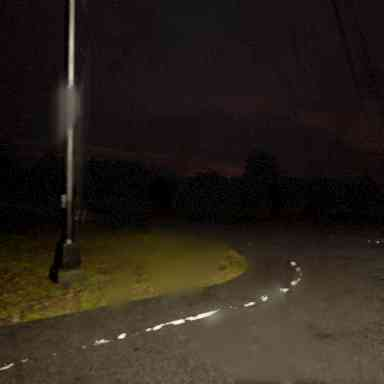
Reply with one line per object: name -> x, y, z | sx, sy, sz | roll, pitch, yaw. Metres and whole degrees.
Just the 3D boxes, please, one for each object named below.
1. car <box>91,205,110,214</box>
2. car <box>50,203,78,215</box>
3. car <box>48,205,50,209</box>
car -> -15.071, 2.831, 54.635 | 2.128, 1.511, 4.902 | 4, -3, -36
car -> -17.549, 2.431, 46.220 | 2.033, 1.411, 5.357 | 4, -3, -36
car -> -32.773, 3.388, 79.194 | 1.812, 1.442, 4.674 | 4, -3, -36
